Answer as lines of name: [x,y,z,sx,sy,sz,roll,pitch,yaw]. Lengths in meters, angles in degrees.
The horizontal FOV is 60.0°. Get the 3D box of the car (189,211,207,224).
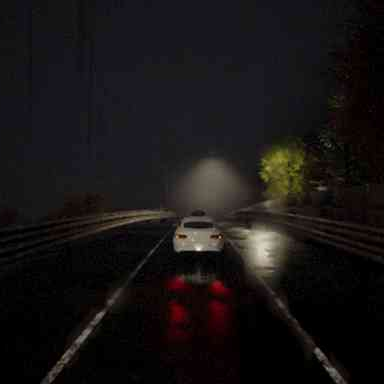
car: [0.779,2.922,38.715,1.994,1.385,4.181,0,-4,3]

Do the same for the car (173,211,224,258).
car: [0.251,1.685,13.286,1.812,1.442,4.674,0,-1,1]
